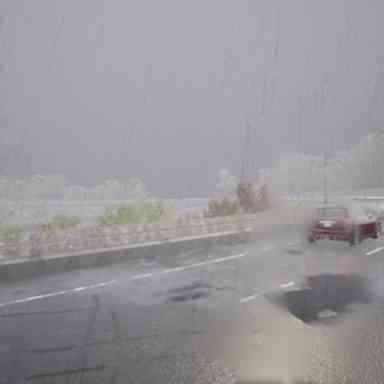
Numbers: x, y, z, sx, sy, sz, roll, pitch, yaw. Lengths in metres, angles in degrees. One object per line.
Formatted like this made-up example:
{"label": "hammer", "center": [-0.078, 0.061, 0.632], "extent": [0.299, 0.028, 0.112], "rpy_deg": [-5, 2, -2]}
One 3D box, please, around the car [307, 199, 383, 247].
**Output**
{"label": "car", "center": [7.269, 1.420, 15.749], "extent": [2.097, 1.767, 4.553], "rpy_deg": [-2, -1, 44]}
